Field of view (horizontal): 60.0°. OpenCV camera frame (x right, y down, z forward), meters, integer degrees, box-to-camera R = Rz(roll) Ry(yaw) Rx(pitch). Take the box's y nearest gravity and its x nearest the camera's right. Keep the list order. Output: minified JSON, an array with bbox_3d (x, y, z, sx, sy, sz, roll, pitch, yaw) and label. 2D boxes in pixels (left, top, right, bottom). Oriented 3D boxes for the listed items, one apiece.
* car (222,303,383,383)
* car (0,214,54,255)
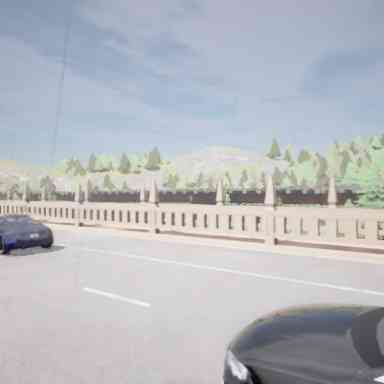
[{"bbox_3d":[2.503,1.488,2.207,4.902,1.511,2.128,0,0,36],"label":"car"},{"bbox_3d":[-7.574,1.620,13.701,4.181,1.385,1.994,0,0,36],"label":"car"}]
